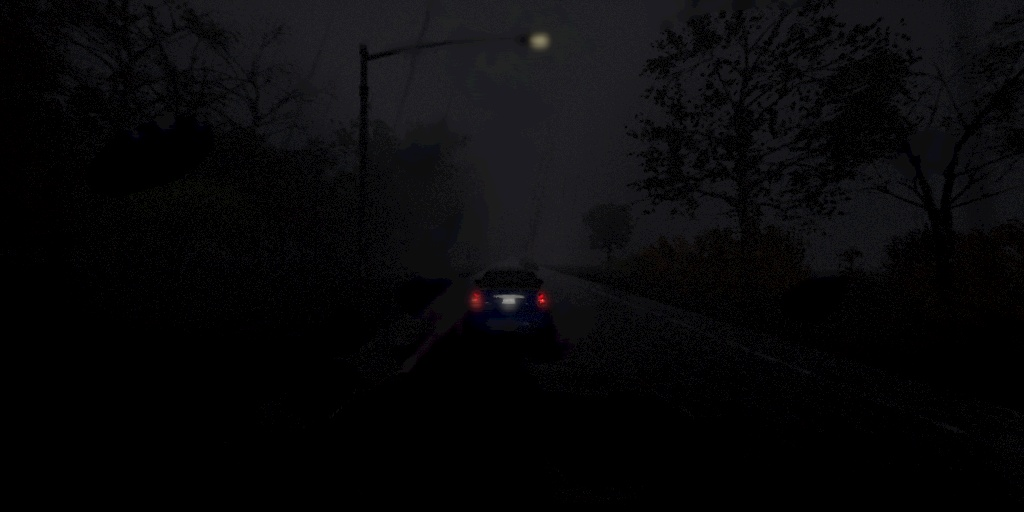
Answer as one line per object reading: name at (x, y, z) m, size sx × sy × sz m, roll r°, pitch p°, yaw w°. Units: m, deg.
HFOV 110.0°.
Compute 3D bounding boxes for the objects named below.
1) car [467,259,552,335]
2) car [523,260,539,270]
car at (-0.084, 1.099, 10.619) m, size 2.097 × 1.767 × 4.553 m, roll 0°, pitch 0°, yaw -1°
car at (2.685, 1.318, 52.167) m, size 1.994 × 1.385 × 4.181 m, roll 0°, pitch 0°, yaw -1°
